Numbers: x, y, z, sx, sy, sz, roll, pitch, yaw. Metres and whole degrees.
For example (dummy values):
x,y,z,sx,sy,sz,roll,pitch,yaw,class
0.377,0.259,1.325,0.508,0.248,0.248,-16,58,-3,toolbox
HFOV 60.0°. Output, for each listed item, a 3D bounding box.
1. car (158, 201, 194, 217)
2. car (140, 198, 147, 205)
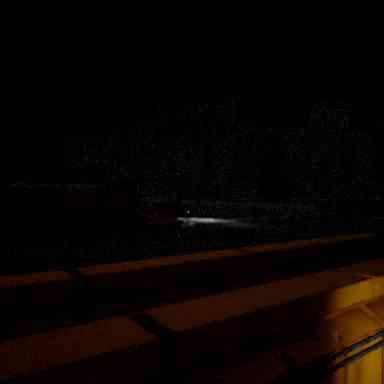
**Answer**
x,y,z,sx,sy,sz,roll,pitch,yaw,class
-1.684,1.636,33.345,2.128,1.511,4.902,1,0,-33,car
-10.841,1.784,66.138,2.033,1.411,5.357,1,0,-34,car
